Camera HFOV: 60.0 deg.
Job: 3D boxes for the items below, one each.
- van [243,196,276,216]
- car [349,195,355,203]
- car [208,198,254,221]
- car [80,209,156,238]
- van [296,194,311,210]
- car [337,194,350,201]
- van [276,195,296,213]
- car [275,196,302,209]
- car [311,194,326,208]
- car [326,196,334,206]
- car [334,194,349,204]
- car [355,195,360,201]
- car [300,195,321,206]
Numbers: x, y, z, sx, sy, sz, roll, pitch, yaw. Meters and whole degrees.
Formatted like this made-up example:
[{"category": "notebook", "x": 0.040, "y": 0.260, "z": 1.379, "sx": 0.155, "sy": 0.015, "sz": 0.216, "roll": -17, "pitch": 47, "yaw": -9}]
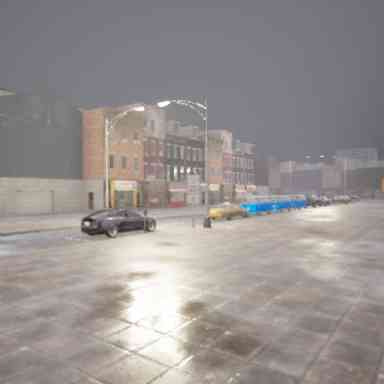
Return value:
[{"category": "van", "x": 6.121, "y": 1.273, "z": 31.231, "sx": 1.690, "sy": 1.788, "sz": 3.998, "roll": 0, "pitch": 0, "yaw": 36}, {"category": "car", "x": 29.175, "y": 1.413, "z": 63.455, "sx": 1.802, "sy": 1.307, "sz": 4.206, "roll": 0, "pitch": 0, "yaw": 36}, {"category": "car", "x": 2.927, "y": 1.472, "z": 26.766, "sx": 1.752, "sy": 1.417, "sz": 4.829, "roll": 0, "pitch": 0, "yaw": 36}, {"category": "car", "x": -3.759, "y": 1.546, "z": 17.421, "sx": 1.947, "sy": 1.339, "sz": 4.313, "roll": 0, "pitch": 0, "yaw": 36}, {"category": "van", "x": 12.707, "y": 1.243, "z": 40.438, "sx": 1.690, "sy": 1.788, "sz": 3.998, "roll": 0, "pitch": 0, "yaw": 36}, {"category": "car", "x": 35.015, "y": 1.255, "z": 76.882, "sx": 1.967, "sy": 1.590, "sz": 4.097, "roll": 0, "pitch": 0, "yaw": 36}, {"category": "van", "x": 9.414, "y": 1.258, "z": 35.835, "sx": 1.690, "sy": 1.788, "sz": 3.998, "roll": 0, "pitch": 0, "yaw": 36}, {"category": "car", "x": 13.333, "y": 1.396, "z": 45.731, "sx": 2.128, "sy": 1.511, "sz": 4.902, "roll": 0, "pitch": 0, "yaw": 36}, {"category": "car", "x": 16.001, "y": 1.202, "z": 45.042, "sx": 2.192, "sy": 1.841, "sz": 5.009, "roll": 0, "pitch": 0, "yaw": 36}, {"category": "car", "x": 19.294, "y": 1.313, "z": 49.645, "sx": 1.967, "sy": 1.590, "sz": 4.097, "roll": 0, "pitch": 0, "yaw": 36}, {"category": "car", "x": 25.881, "y": 1.285, "z": 58.852, "sx": 1.967, "sy": 1.590, "sz": 4.097, "roll": 0, "pitch": 0, "yaw": 36}, {"category": "car", "x": 36.655, "y": 1.353, "z": 75.092, "sx": 2.008, "sy": 1.369, "sz": 4.403, "roll": 0, "pitch": 0, "yaw": 36}, {"category": "car", "x": 19.397, "y": 1.356, "z": 54.224, "sx": 1.882, "sy": 1.535, "sz": 5.008, "roll": 0, "pitch": 0, "yaw": 35}]
